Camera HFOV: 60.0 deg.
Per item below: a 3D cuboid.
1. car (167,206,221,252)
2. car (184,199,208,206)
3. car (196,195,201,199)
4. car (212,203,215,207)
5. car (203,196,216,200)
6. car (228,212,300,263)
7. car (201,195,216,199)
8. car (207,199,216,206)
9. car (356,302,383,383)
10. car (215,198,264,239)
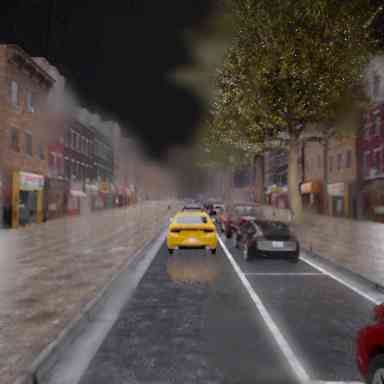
[{"bbox_3d":[0.009,1.595,14.479,1.882,1.535,5.008,0,0,0],"label":"car"},{"bbox_3d":[0.011,1.688,29.310,2.128,1.511,4.902,0,0,0],"label":"car"},{"bbox_3d":[2.682,1.820,84.602,1.967,1.590,4.097,2,0,0],"label":"car"},{"bbox_3d":[2.667,1.715,23.504,1.887,1.381,4.507,2,0,0],"label":"car"},{"bbox_3d":[3.026,1.718,47.821,1.882,1.535,5.008,0,0,0],"label":"car"},{"bbox_3d":[2.663,1.669,12.387,1.947,1.339,4.313,2,0,0],"label":"car"},{"bbox_3d":[2.994,1.486,54.856,2.150,2.045,5.566,0,0,0],"label":"car"},{"bbox_3d":[2.670,1.777,34.615,1.947,1.339,4.313,2,0,0],"label":"car"},{"bbox_3d":[2.665,1.329,1.275,2.192,1.841,5.009,2,0,0],"label":"car"},{"bbox_3d":[2.671,1.455,17.948,2.192,1.841,5.009,2,0,0],"label":"car"}]
